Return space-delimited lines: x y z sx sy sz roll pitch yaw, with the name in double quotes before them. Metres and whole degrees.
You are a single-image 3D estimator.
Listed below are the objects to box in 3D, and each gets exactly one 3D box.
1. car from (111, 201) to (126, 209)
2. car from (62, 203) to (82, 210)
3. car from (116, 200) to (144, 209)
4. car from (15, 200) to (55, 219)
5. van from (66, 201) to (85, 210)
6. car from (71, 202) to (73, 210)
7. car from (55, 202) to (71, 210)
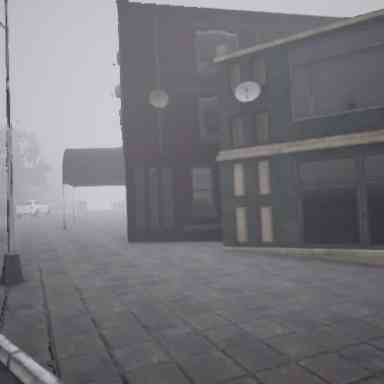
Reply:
"car" -12.006 2.323 59.352 4.892 1.521 2.231 -1 -2 -22
"car" -30.668 3.781 85.137 4.792 1.488 2.163 -3 -1 -22
"car" -12.185 2.463 65.210 4.892 1.521 2.231 -1 -1 -22
"car" -18.507 1.927 38.924 2.150 2.045 5.566 -3 0 -2
"van" -30.855 3.603 88.048 4.442 1.987 1.878 -3 -1 -22
"car" -30.382 3.569 76.309 4.792 1.488 2.163 -3 -1 -22
"car" -30.252 3.216 73.402 5.566 2.045 2.435 -3 -2 -22
